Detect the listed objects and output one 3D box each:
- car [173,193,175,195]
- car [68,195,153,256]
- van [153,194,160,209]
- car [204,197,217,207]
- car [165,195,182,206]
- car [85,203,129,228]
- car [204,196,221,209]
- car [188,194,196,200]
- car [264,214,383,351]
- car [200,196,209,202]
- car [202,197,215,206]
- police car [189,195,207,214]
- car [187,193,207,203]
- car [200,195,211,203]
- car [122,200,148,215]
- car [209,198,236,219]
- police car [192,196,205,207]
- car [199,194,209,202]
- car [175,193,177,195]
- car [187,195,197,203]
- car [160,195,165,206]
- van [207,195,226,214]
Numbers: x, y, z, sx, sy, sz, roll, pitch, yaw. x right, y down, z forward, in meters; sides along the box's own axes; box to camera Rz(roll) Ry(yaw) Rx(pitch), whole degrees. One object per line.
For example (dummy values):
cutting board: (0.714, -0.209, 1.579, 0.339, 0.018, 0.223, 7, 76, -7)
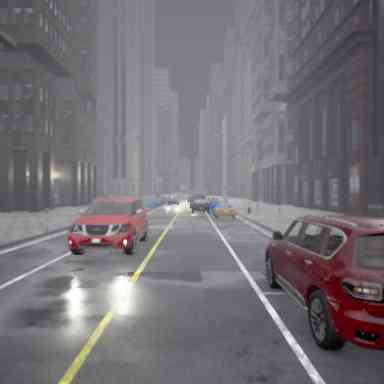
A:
car: (-5.768, 1.439, 79.431, 1.967, 1.590, 4.097, 0, 0, 0)
car: (-3.100, 1.216, 13.509, 2.150, 2.045, 5.566, 0, 0, 0)
van: (-5.767, 1.335, 45.611, 1.690, 1.788, 3.998, 0, 0, 0)
car: (2.758, 1.521, 51.429, 1.752, 1.417, 4.829, 0, 0, 0)
car: (-3.066, 1.596, 54.188, 1.895, 1.301, 4.718, 0, 0, 0)
car: (-5.766, 1.537, 23.064, 1.887, 1.381, 4.507, 0, 0, 0)
car: (2.758, 1.435, 45.623, 1.967, 1.590, 4.097, 0, 0, 0)
car: (-0.003, 1.356, 85.509, 1.837, 1.490, 4.892, 0, 0, 0)
car: (2.760, 1.312, 6.168, 2.192, 1.841, 5.009, 0, 0, 0)
car: (2.757, 1.564, 73.804, 1.947, 1.339, 4.313, 0, 0, 0)
car: (2.758, 1.547, 56.895, 2.008, 1.369, 4.403, 0, 0, 0)
police car: (0.899, 1.419, 35.775, 1.930, 1.638, 5.238, 0, 0, 0)
car: (0.732, 1.210, 45.688, 2.150, 2.045, 5.566, 0, 0, 0)
car: (2.757, 1.438, 68.167, 1.967, 1.590, 4.097, 0, 0, 0)
car: (-5.766, 1.559, 34.337, 1.947, 1.339, 4.313, 0, 0, 0)
car: (2.759, 1.518, 28.884, 1.752, 1.417, 4.829, 0, 0, 0)
police car: (0.898, 1.421, 51.775, 1.930, 1.638, 5.238, 0, 0, 0)
car: (2.756, 1.315, 79.441, 2.192, 1.841, 5.009, 0, 0, 0)
car: (-5.769, 1.441, 90.705, 1.967, 1.590, 4.097, 0, 0, 0)
car: (-0.003, 1.398, 68.925, 1.837, 1.490, 4.892, 0, 0, 0)
car: (-5.767, 1.561, 51.247, 1.947, 1.339, 4.313, 0, 0, 0)
van: (2.758, 1.334, 34.350, 1.690, 1.788, 3.998, 0, 0, 0)
